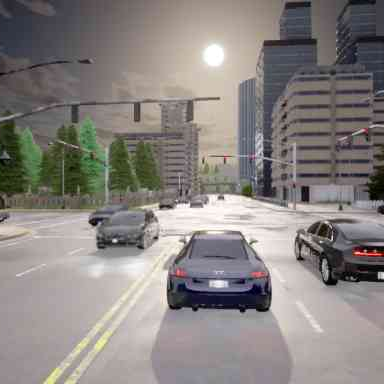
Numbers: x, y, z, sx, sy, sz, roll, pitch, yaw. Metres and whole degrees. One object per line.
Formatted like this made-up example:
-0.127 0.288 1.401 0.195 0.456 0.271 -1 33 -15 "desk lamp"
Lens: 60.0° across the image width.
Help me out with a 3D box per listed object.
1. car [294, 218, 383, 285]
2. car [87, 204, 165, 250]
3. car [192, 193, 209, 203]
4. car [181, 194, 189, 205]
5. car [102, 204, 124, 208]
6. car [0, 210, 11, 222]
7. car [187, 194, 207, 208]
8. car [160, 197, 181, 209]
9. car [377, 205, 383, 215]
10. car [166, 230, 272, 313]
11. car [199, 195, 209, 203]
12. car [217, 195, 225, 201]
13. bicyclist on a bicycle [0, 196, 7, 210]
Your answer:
4.240 1.505 9.388 1.837 1.490 4.892 0 0 5 "car"
-2.591 1.505 14.388 1.837 1.490 4.892 0 0 5 "car"
1.604 1.352 58.872 2.097 1.767 4.553 0 0 5 "car"
-1.705 1.547 61.182 2.033 1.411 5.357 0 0 5 "car"
-5.371 1.548 23.083 2.033 1.411 5.357 0 0 5 "car"
-15.744 1.601 23.946 4.718 1.301 1.895 0 0 5 "car"
0.748 1.505 48.996 1.837 1.490 4.892 0 0 5 "car"
-3.123 1.547 44.785 2.033 1.411 5.357 0 0 5 "car"
20.391 1.478 31.649 5.008 1.535 1.882 0 0 5 "car"
0.607 1.564 7.773 1.994 1.385 4.181 0 0 4 "car"
2.653 1.500 70.336 1.837 1.490 4.892 0 0 5 "car"
7.483 1.500 85.888 1.837 1.490 4.892 0 0 5 "car"
-22.282 1.301 39.028 0.582 1.620 1.656 0 0 5 "bicyclist on a bicycle"
